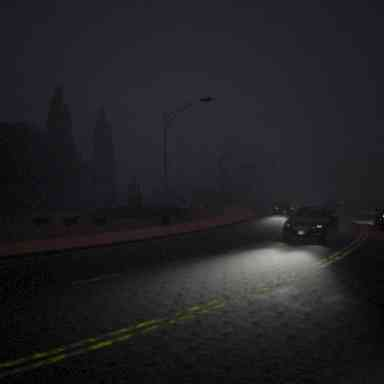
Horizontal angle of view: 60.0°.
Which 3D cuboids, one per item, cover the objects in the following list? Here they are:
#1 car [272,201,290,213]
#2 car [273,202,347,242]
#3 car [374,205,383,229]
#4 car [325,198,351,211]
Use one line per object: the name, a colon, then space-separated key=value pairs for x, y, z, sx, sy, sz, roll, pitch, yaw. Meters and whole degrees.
car: x=8.970 y=1.560 z=32.983 sx=1.895 sy=1.301 sz=4.718 roll=-1 pitch=0 yaw=10
car: x=5.935 y=1.459 z=16.273 sx=2.128 sy=1.511 sz=4.902 roll=0 pitch=0 yaw=32
car: x=12.238 y=1.441 z=20.167 sx=1.812 sy=1.442 sz=4.674 roll=-1 pitch=0 yaw=25
car: x=16.600 y=1.388 z=38.233 sx=2.128 sy=1.511 sz=4.902 roll=-1 pitch=0 yaw=6
